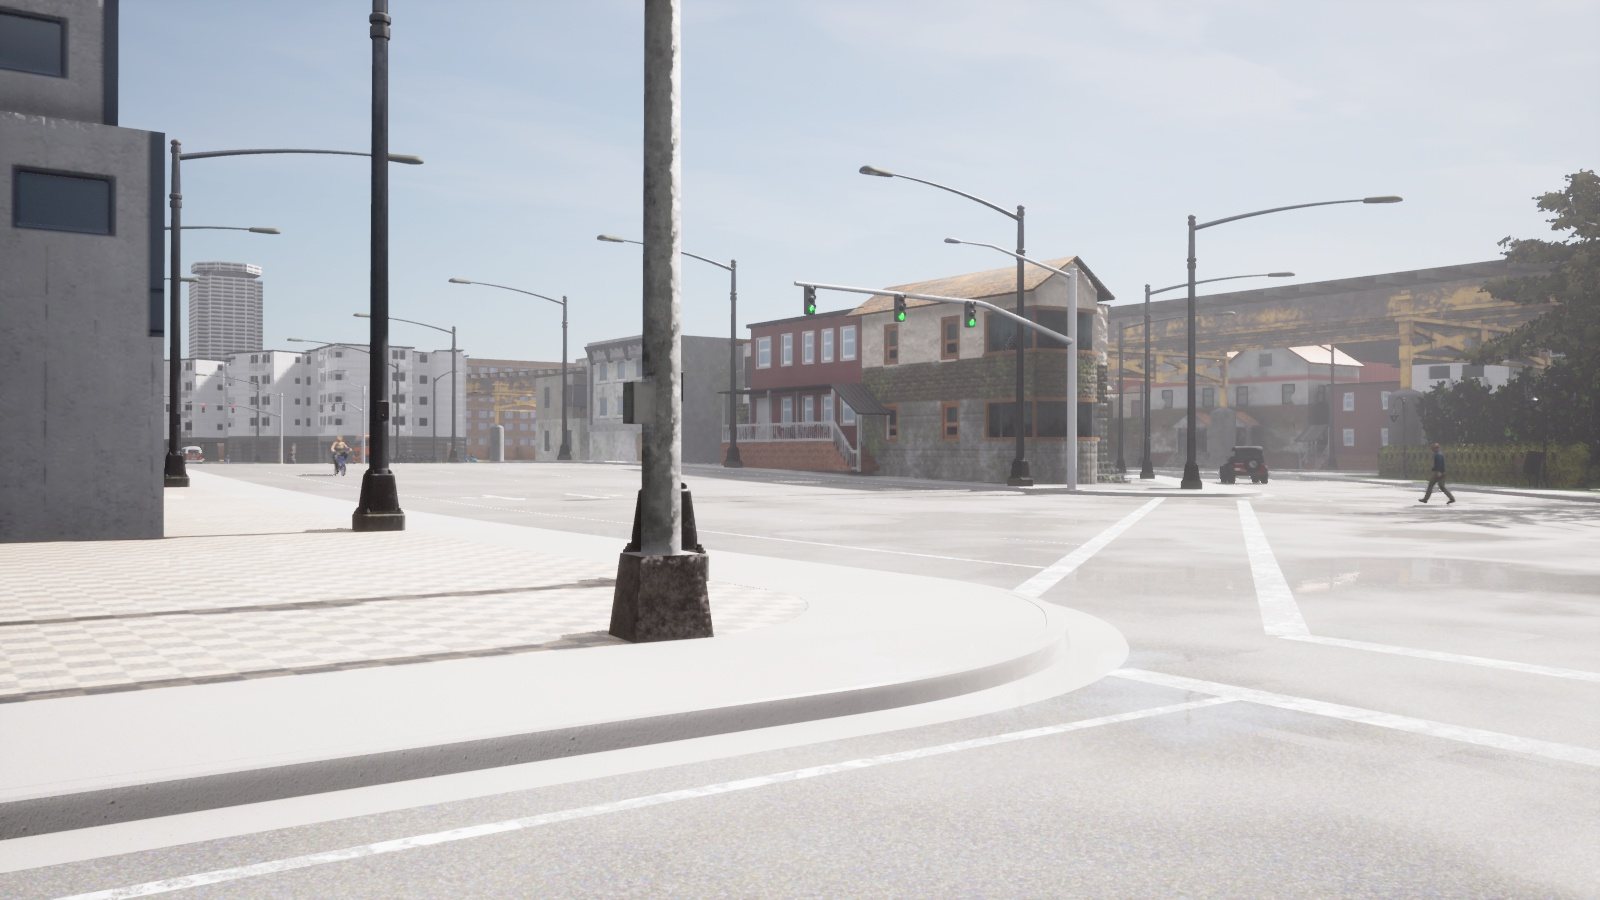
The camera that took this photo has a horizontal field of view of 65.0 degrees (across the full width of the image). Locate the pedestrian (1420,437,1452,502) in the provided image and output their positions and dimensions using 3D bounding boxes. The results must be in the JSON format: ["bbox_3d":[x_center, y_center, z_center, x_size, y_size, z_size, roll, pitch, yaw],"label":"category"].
[{"bbox_3d":[18.246,0.543,36.031,0.402,1.842,0.726,0,0,-43],"label":"pedestrian"}]

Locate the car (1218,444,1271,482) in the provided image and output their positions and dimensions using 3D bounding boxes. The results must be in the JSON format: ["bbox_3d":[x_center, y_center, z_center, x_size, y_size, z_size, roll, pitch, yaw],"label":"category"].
[{"bbox_3d":[22.610,0.649,64.015,1.905,1.878,3.866,0,0,10],"label":"car"}]
